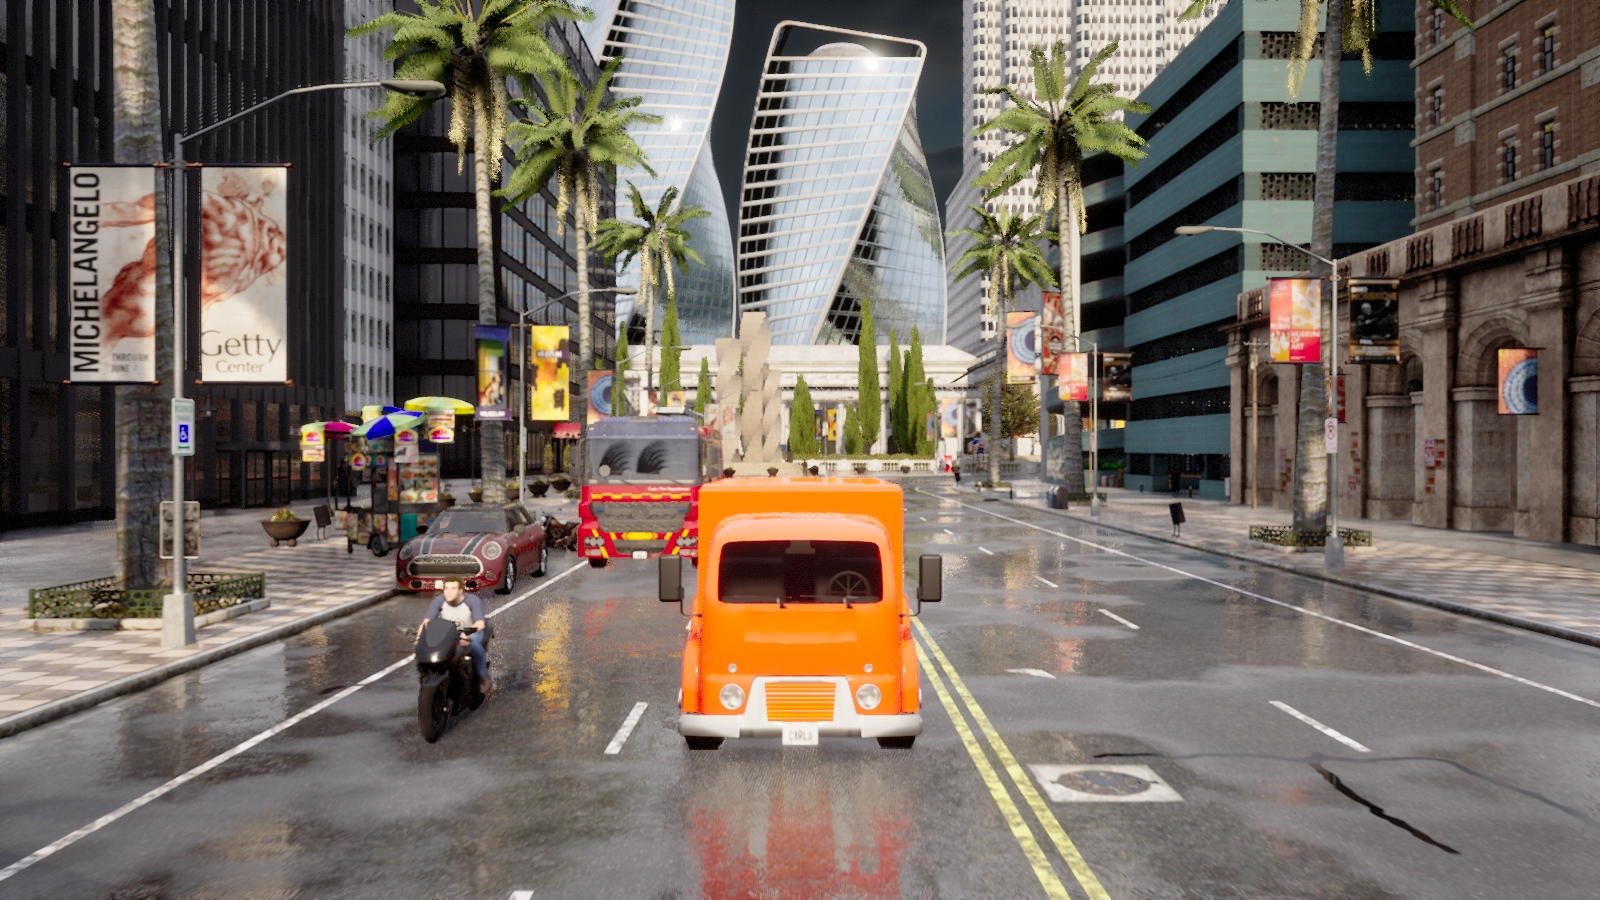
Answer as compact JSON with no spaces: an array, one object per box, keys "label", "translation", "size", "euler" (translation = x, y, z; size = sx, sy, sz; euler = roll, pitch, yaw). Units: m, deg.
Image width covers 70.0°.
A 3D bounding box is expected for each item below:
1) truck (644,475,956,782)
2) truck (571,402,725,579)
[{"label":"truck","translation":[0.002,1.560,12.231],"size":[2.627,2.467,5.204],"euler":[0,0,0]},{"label":"truck","translation":[-3.580,0.877,29.064],"size":[2.891,3.827,8.468],"euler":[0,0,-1]}]
